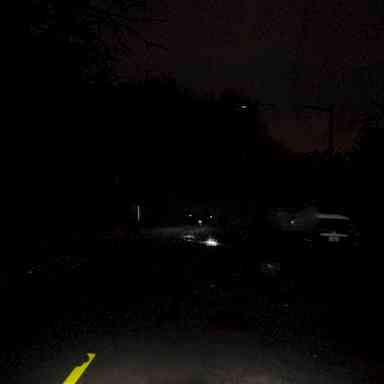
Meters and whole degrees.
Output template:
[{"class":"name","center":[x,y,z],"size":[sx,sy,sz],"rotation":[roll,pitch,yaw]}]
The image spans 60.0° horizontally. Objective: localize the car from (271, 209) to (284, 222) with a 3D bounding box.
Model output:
[{"class":"car","center":[9.748,2.517,35.156],"size":[1.994,1.385,4.181],"rotation":[2,-2,26]}]

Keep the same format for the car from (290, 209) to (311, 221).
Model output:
[{"class":"car","center":[14.790,3.085,45.221],"size":[1.837,1.490,4.892],"rotation":[2,-3,28]}]

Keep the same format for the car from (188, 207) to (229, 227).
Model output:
[{"class":"car","center":[1.259,1.732,23.774],"size":[1.895,1.301,4.718],"rotation":[2,-2,19]}]

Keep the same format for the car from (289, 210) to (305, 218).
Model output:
[{"class":"car","center":[18.838,3.911,59.750],"size":[1.994,1.385,4.181],"rotation":[2,-2,28]}]

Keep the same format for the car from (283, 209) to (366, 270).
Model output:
[{"class":"car","center":[4.392,1.473,11.320],"size":[1.970,1.475,3.806],"rotation":[2,0,10]}]

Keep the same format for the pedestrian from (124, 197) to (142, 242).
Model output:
[{"class":"pedestrian","center":[-2.310,1.081,13.279],"size":[0.375,1.860,0.375],"rotation":[5,-2,-3]}]
